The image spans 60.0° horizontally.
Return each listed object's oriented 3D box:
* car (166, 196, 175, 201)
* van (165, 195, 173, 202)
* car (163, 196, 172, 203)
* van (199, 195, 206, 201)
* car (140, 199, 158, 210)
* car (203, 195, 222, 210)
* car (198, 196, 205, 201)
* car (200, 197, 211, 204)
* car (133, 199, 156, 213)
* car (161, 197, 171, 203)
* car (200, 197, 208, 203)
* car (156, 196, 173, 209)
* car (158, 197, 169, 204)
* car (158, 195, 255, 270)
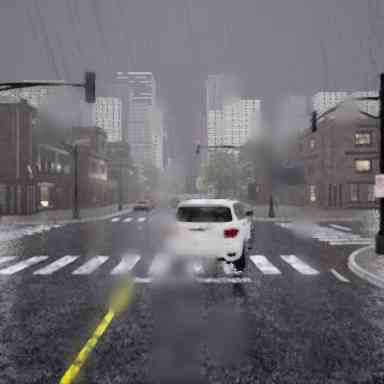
[{"bbox_3d":[-5.680,1.780,88.643,2.008,1.369,4.403,0,0,0],"label":"car"},{"bbox_3d":[-5.680,1.549,83.118,1.690,1.788,3.998,0,0,0],"label":"van"},{"bbox_3d":[-5.681,1.714,77.422,1.752,1.417,4.829,0,0,0],"label":"car"},{"bbox_3d":[2.700,1.570,88.644,1.690,1.788,3.998,0,0,0],"label":"van"},{"bbox_3d":[-5.684,1.656,44.441,1.947,1.339,4.313,0,0,0],"label":"car"},{"bbox_3d":[2.697,1.405,44.440,2.192,1.841,5.009,0,0,0],"label":"car"},{"bbox_3d":[2.701,1.776,94.338,1.752,1.417,4.829,0,0,0],"label":"car"},{"bbox_3d":[2.698,1.703,66.542,2.008,1.369,4.403,0,0,0],"label":"car"},{"bbox_3d":[-5.772,1.621,38.919,1.887,1.381,4.507,0,0,0],"label":"car"},{"bbox_3d":[-5.681,1.752,72.067,1.802,1.307,4.206,0,0,0],"label":"car"},{"bbox_3d":[2.699,1.771,77.591,1.802,1.307,4.206,0,0,0],"label":"car"},{"bbox_3d":[-3.086,1.579,43.388,2.128,1.511,4.902,0,0,0],"label":"car"},{"bbox_3d":[-5.682,1.734,66.542,1.802,1.307,4.206,0,0,0],"label":"car"},{"bbox_3d":[0.850,1.241,11.409,2.150,2.045,5.566,-1,0,13],"label":"car"}]
